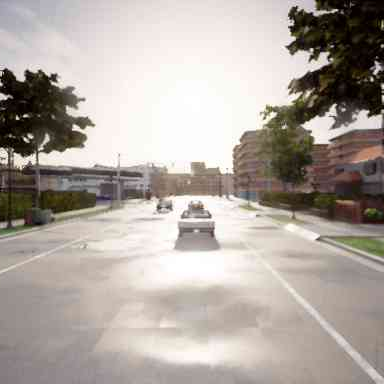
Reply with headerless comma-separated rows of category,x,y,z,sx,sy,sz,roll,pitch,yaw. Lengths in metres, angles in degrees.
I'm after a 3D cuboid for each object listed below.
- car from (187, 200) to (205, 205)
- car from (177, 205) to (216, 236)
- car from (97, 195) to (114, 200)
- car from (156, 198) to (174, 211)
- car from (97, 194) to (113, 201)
car,0.407,1.524,36.210,2.033,1.411,5.357,0,0,1
car,0.229,1.591,18.299,1.895,1.301,4.718,0,0,0
car,-23.206,1.488,89.239,3.806,1.475,1.970,0,0,1
car,-3.156,1.503,39.768,2.128,1.511,4.902,0,0,1
car,-22.546,1.329,83.481,4.611,1.667,2.242,0,0,1
